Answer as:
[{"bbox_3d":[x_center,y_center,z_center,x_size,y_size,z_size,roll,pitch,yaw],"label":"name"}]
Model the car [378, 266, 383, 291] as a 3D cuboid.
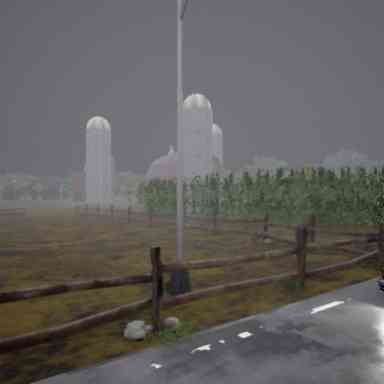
[{"bbox_3d":[6.440,1.550,7.662,5.357,1.411,2.033,0,0,-35],"label":"car"}]
